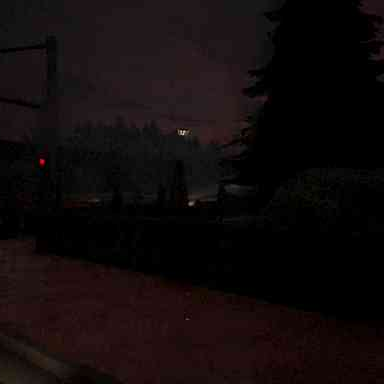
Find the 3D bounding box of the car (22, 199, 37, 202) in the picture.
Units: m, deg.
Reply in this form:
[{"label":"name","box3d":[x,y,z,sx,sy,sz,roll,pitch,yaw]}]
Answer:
[{"label":"car","box3d":[-21.372,1.590,43.293,1.895,1.301,4.718,0,0,36]}]

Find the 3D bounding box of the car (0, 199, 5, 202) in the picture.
[{"label":"car","box3d":[-22.202,1.482,36.140,2.128,1.511,4.902,0,0,36]}]

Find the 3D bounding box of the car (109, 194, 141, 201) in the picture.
[{"label":"car","box3d":[-10.908,1.381,51.894,2.128,1.511,4.902,0,2,36]}]

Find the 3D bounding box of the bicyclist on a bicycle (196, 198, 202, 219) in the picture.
[{"label":"bicyclist on a bicycle","box3d":[0.522,1.297,24.085,1.656,1.620,0.582,0,0,36]}]

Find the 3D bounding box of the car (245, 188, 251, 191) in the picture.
[{"label":"car","box3d":[12.519,-0.809,66.366,2.150,2.045,5.566,0,7,35]}]

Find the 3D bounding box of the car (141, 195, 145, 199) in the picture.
[{"label":"car","box3d":[-10.425,1.175,58.569,1.837,1.490,4.892,0,3,36]}]

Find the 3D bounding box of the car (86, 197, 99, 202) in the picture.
[{"label":"car","box3d":[-16.242,1.495,50.445,1.812,1.442,4.674,0,1,35]}]

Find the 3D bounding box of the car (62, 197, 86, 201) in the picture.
[{"label":"car","box3d":[-16.798,1.516,43.662,1.812,1.442,4.674,0,0,36]}]
